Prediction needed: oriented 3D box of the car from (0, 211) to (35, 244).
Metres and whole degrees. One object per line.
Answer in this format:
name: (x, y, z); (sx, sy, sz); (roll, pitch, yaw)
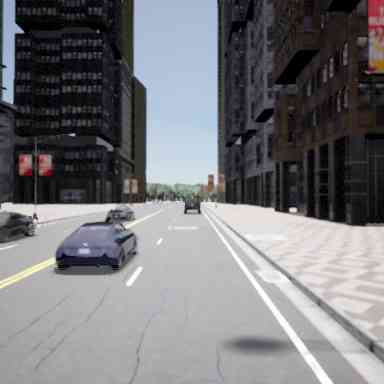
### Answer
car: (-9.828, 1.753, 17.185); (1.812, 1.442, 4.674); (0, -1, 0)

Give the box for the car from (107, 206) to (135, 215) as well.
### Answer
car: (-6.510, 1.966, 30.656); (1.994, 1.385, 4.181); (0, -1, 1)

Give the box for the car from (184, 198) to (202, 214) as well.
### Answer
car: (0.085, 1.807, 45.004); (2.150, 2.045, 5.566); (0, -1, 1)

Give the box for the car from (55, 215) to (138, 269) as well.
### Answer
car: (-3.138, 1.720, 11.703); (1.994, 1.385, 4.181); (0, -1, 0)
